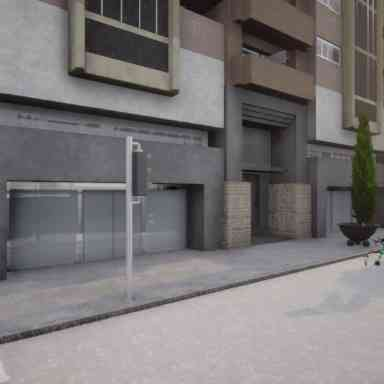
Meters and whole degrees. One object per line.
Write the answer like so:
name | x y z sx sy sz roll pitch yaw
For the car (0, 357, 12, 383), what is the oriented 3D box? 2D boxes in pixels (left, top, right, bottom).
car | -3.725 1.601 1.790 4.718 1.301 1.895 0 0 -37

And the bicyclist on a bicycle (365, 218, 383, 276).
bicyclist on a bicycle | 5.309 1.455 8.642 0.582 1.620 1.656 0 -2 -37
